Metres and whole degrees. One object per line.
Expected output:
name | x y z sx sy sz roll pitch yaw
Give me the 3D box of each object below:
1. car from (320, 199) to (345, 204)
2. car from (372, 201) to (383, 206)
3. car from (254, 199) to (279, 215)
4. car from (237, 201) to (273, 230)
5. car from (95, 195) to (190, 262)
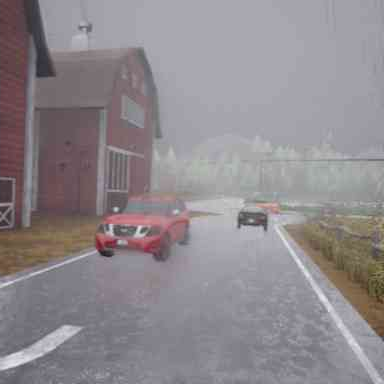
car | 31.786 2.518 74.350 4.605 1.855 1.932 2 0 13
car | 47.007 3.118 81.240 3.866 1.878 1.905 2 0 13
car | 7.910 1.611 38.526 2.097 1.767 4.553 2 0 -28
car | 4.281 1.631 22.715 1.882 1.535 5.008 2 0 15
car | -1.497 1.155 12.417 2.150 2.045 5.566 2 0 11
